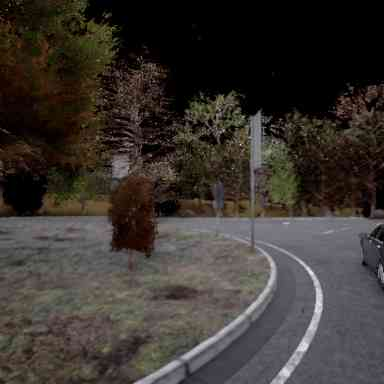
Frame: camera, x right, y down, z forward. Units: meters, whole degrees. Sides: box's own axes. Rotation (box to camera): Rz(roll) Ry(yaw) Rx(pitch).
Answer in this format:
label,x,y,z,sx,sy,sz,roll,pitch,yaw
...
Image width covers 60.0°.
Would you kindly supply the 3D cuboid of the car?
label,x,y,z,sx,sy,sz,roll,pitch,yaw
car,5.727,1.568,8.810,1.837,1.490,4.892,0,0,19
